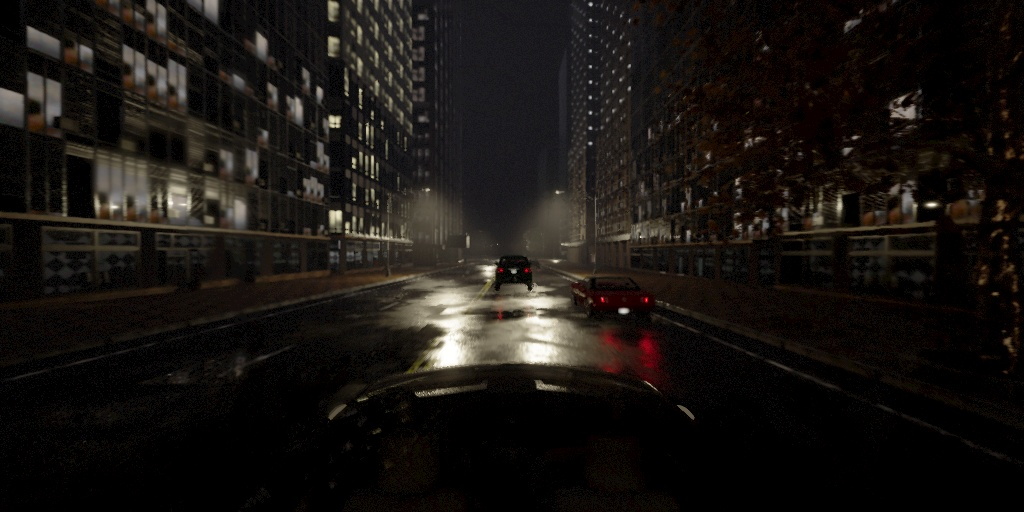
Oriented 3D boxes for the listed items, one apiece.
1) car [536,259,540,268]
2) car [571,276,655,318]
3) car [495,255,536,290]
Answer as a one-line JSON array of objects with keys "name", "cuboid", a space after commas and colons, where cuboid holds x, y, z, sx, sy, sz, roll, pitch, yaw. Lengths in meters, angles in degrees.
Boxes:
[{"name": "car", "cuboid": [3.367, 1.198, 57.082, 2.128, 1.511, 4.902, 0, 0, 0]}, {"name": "car", "cuboid": [3.353, 1.349, 12.960, 1.895, 1.301, 4.718, 0, 0, 0]}, {"name": "car", "cuboid": [0.107, 0.965, 22.625, 2.150, 2.045, 5.566, 0, 0, 0]}]
